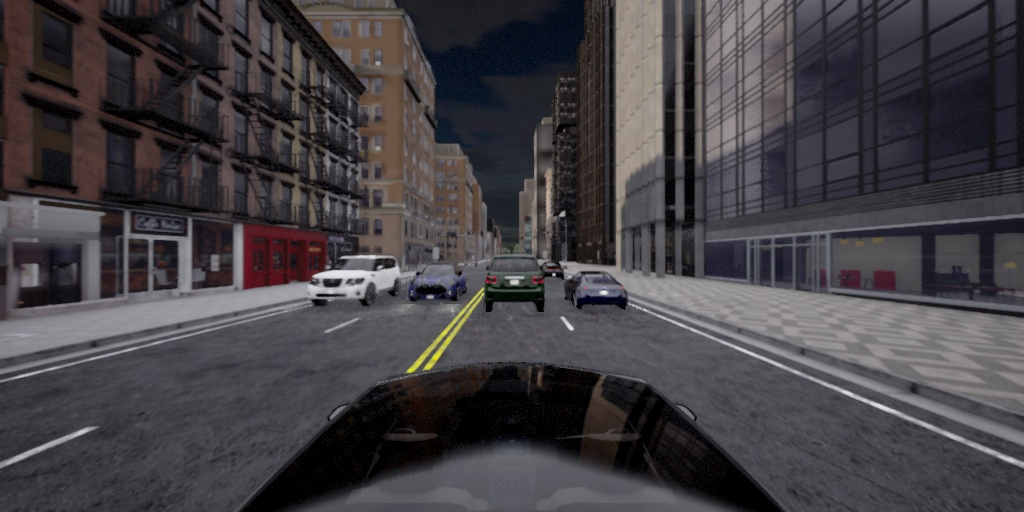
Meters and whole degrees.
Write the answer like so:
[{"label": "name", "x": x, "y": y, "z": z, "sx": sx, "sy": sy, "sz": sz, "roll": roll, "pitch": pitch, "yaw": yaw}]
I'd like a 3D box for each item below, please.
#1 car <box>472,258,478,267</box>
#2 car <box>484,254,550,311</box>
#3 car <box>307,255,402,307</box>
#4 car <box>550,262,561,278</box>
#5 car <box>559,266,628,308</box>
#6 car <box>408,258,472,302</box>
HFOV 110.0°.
[{"label": "car", "x": -6.500, "y": 0.934, "z": 57.465, "sx": 1.994, "sy": 1.385, "sz": 4.181, "roll": 0, "pitch": 0, "yaw": 0}, {"label": "car", "x": 0.093, "y": 0.962, "z": 14.548, "sx": 2.150, "sy": 2.045, "sz": 5.566, "roll": 0, "pitch": 0, "yaw": 0}, {"label": "car", "x": -6.602, "y": 0.964, "z": 15.821, "sx": 2.150, "sy": 2.045, "sz": 5.566, "roll": 0, "pitch": 0, "yaw": 0}, {"label": "car", "x": 3.344, "y": 1.237, "z": 30.901, "sx": 1.837, "sy": 1.490, "sz": 4.892, "roll": 0, "pitch": 0, "yaw": 0}, {"label": "car", "x": 3.341, "y": 1.304, "z": 15.022, "sx": 1.994, "sy": 1.385, "sz": 4.181, "roll": 0, "pitch": 0, "yaw": 0}, {"label": "car", "x": -3.351, "y": 1.091, "z": 16.954, "sx": 2.097, "sy": 1.767, "sz": 4.553, "roll": 0, "pitch": 0, "yaw": 0}]
